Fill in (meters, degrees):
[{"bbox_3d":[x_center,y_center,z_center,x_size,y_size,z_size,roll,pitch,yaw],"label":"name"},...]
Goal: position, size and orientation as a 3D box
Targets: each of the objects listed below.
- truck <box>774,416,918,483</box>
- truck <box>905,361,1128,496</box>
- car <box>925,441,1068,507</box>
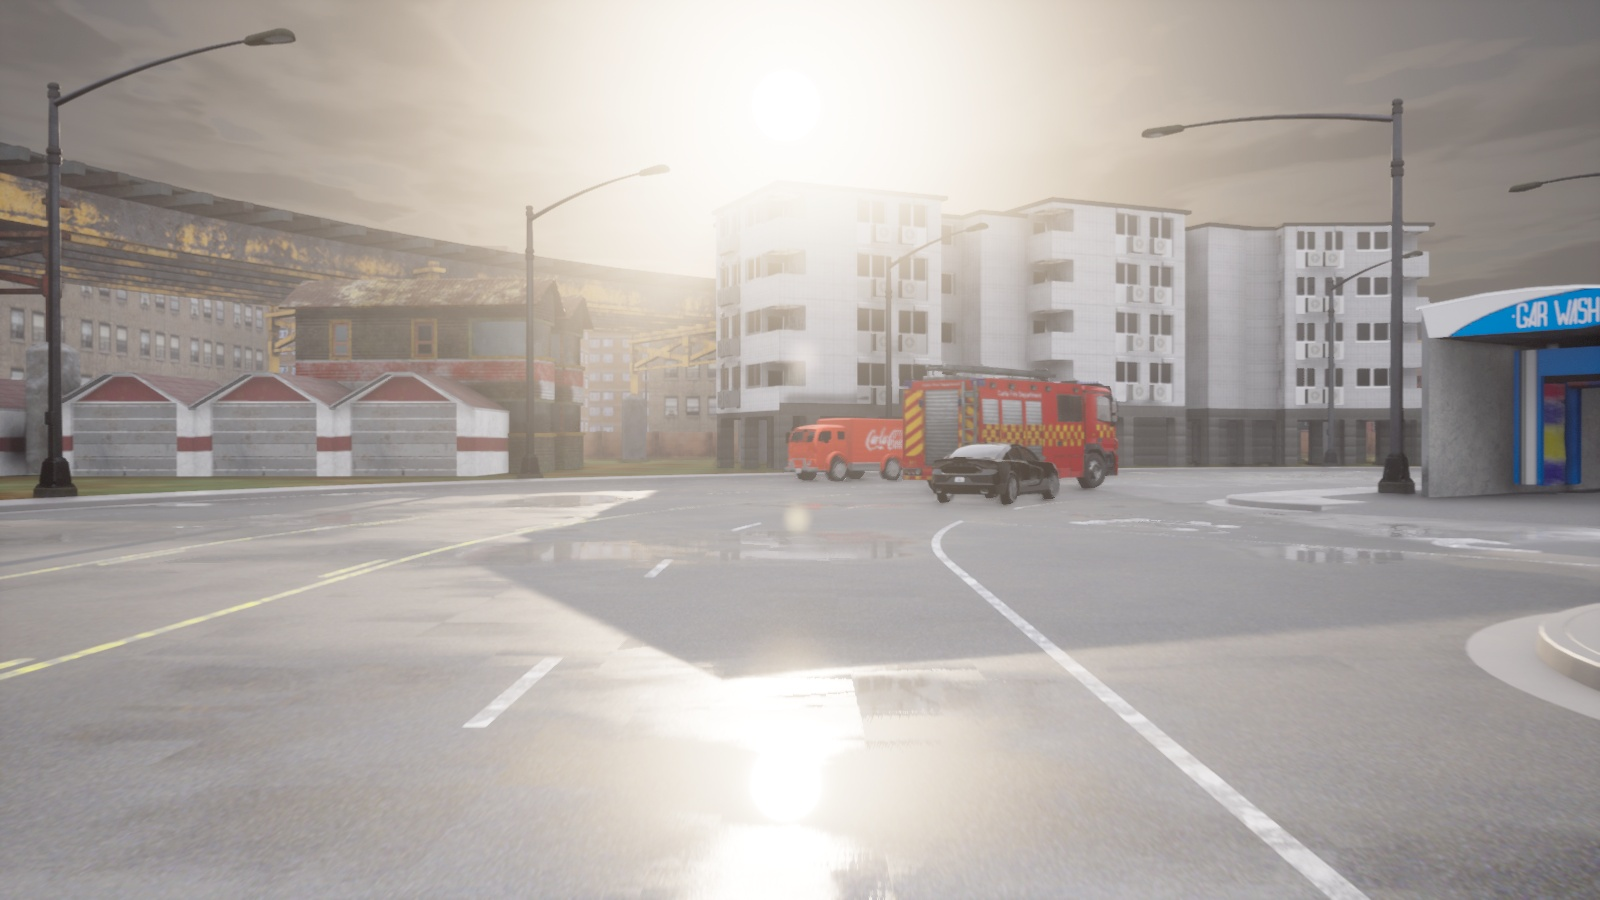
[{"bbox_3d":[1.842,-0.010,49.282,5.204,2.467,2.627,0,0,-40],"label":"truck"},{"bbox_3d":[7.066,-0.637,39.846,2.891,3.827,8.468,0,0,42],"label":"truck"},{"bbox_3d":[5.086,0.548,31.947,1.882,1.535,5.008,0,0,31],"label":"car"}]
